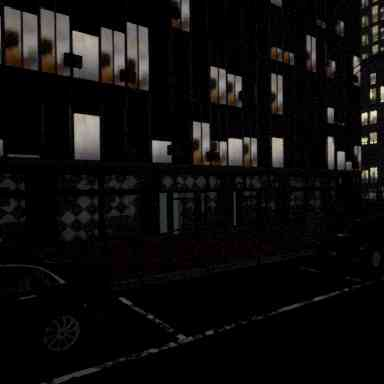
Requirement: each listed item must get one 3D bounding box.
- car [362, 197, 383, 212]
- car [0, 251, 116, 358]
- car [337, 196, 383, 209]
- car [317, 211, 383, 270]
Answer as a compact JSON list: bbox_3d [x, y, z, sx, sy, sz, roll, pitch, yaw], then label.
[{"bbox_3d":[18.027,1.436,34.331,1.994,1.385,4.181,-1,1,-35],"label":"car"},{"bbox_3d":[-3.230,1.551,4.398,4.403,1.369,2.008,0,-1,-36],"label":"car"},{"bbox_3d":[20.525,1.268,40.839,1.752,1.417,4.829,-1,1,-35],"label":"car"},{"bbox_3d":[5.942,1.540,10.979,4.507,1.381,1.887,0,-1,-36],"label":"car"}]
